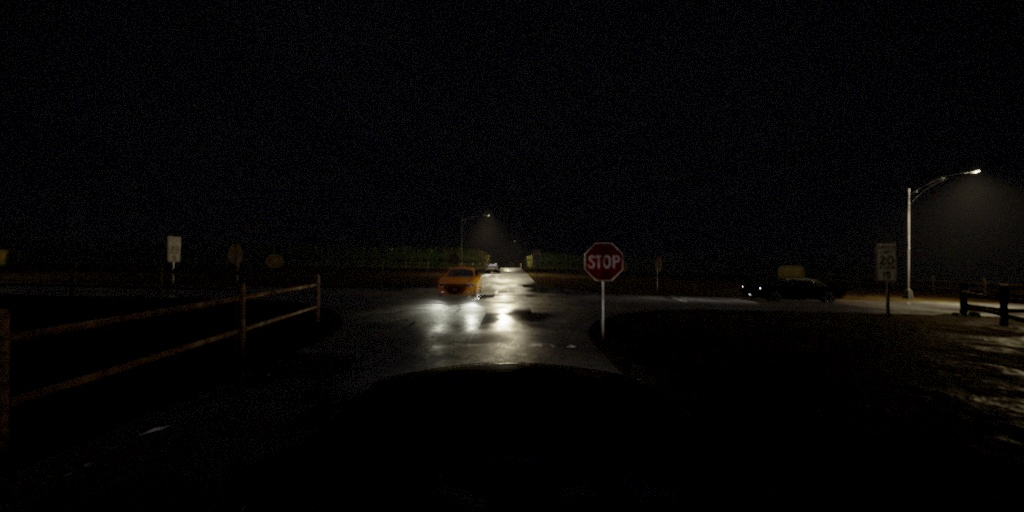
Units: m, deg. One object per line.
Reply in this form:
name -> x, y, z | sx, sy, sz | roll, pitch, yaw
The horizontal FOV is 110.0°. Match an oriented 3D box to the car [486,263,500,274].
car -> -2.583, 1.700, 49.058 | 2.033, 1.411, 5.357 | 0, -1, 0

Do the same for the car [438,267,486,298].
car -> -2.681, 1.344, 19.355 | 1.882, 1.535, 5.008 | 1, -1, 0

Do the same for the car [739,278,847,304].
car -> 15.395, 1.872, 19.861 | 4.718, 1.301, 1.895 | 1, -1, 0
